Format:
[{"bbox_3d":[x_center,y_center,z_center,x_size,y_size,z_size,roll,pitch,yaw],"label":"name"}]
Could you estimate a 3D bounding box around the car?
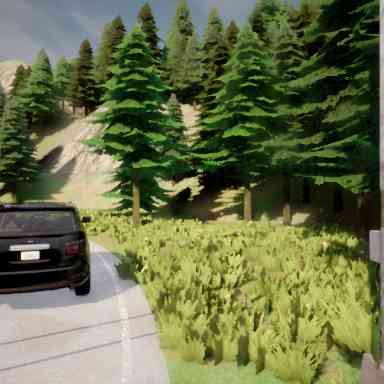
[{"bbox_3d":[-3.807,1.245,8.497,2.150,2.045,5.566,0,0,-20],"label":"car"}]
